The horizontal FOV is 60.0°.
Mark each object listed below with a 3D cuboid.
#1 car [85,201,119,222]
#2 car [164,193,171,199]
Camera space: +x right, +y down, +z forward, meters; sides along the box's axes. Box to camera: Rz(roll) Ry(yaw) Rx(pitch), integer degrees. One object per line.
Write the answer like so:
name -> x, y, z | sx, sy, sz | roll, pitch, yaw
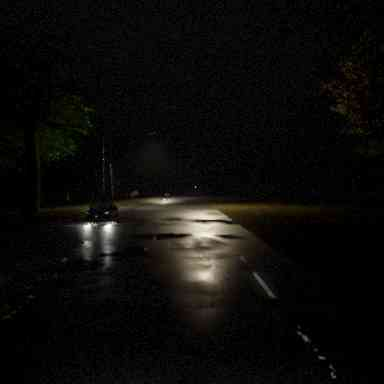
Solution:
car -> -6.991, 1.492, 26.337 | 1.812, 1.442, 4.674 | 0, 0, -2
car -> -6.946, 1.130, 94.281 | 2.033, 1.411, 5.357 | 0, 1, 1
